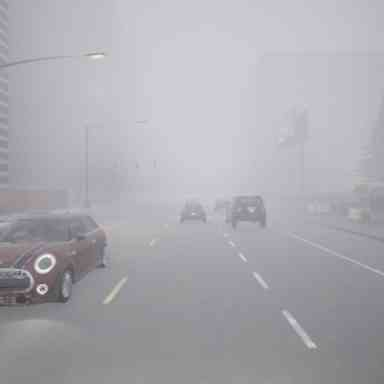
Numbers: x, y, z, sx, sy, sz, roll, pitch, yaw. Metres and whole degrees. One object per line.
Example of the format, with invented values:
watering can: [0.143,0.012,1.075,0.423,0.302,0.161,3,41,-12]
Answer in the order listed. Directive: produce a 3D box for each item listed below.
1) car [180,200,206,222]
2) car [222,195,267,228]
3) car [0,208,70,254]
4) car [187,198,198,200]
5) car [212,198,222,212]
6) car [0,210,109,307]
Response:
car: [0.102,1.582,26.227,1.994,1.385,4.181,0,0,0]
car: [3.563,1.235,22.637,2.150,2.045,5.566,0,0,0]
car: [-7.057,1.535,14.474,1.812,1.442,4.674,0,0,0]
car: [0.088,1.520,40.599,2.128,1.511,4.902,0,0,0]
car: [3.587,1.533,40.082,1.837,1.490,4.892,0,0,0]
car: [-3.574,1.358,8.213,2.097,1.767,4.553,0,0,0]
